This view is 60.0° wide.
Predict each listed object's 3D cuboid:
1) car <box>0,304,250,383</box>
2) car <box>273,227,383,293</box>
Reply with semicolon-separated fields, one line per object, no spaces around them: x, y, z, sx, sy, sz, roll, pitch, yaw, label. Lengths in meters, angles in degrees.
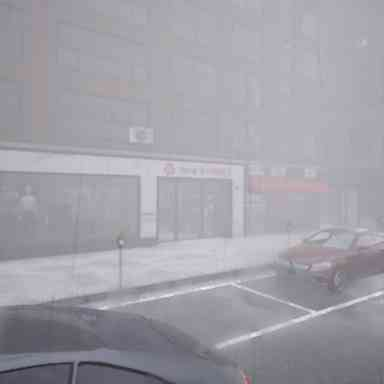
-1.544;1.562;2.008;4.181;1.385;1.994;0;0;-34;car
4.017;1.625;8.884;4.206;1.307;1.802;0;0;-34;car
